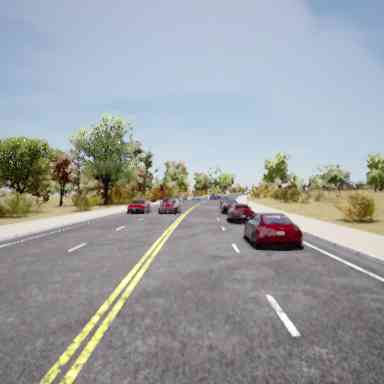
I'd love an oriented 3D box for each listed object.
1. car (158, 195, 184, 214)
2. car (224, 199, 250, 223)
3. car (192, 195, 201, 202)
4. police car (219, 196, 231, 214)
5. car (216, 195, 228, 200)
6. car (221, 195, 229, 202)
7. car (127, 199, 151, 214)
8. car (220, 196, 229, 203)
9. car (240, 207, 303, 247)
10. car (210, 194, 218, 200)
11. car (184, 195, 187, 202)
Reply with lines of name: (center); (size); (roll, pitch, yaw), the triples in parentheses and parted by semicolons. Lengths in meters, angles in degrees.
car: (-2.368, 1.409, 35.704); (2.097, 1.767, 4.553); (0, 0, 3)
car: (3.773, 1.575, 26.166); (1.812, 1.442, 4.674); (0, 0, 2)
car: (1.013, 1.468, 76.712); (2.033, 1.411, 5.357); (0, 0, 6)
police car: (4.280, 1.560, 37.080); (2.038, 1.542, 4.974); (0, 0, 3)
car: (4.956, 1.548, 47.985); (2.128, 1.511, 4.902); (0, 0, 4)
car: (7.996, 1.519, 80.619); (1.837, 1.490, 4.892); (0, 0, 7)
car: (-5.622, 1.535, 35.808); (1.882, 1.535, 5.008); (0, 0, 3)
car: (6.814, 1.541, 69.756); (1.837, 1.490, 4.892); (0, 0, 6)
car: (3.561, 1.599, 15.210); (1.994, 1.385, 4.181); (0, 0, 1)
car: (5.806, 1.403, 89.898); (1.812, 1.442, 4.674); (0, 0, 7)
car: (-2.217, 1.457, 77.075); (2.128, 1.511, 4.902); (0, 0, 6)
